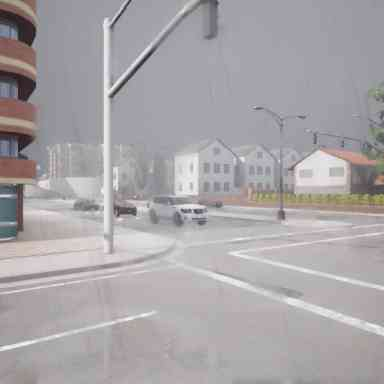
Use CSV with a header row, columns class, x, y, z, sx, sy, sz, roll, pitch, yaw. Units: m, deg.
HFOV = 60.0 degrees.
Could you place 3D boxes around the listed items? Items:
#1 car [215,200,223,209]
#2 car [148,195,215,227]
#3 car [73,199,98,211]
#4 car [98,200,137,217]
class,x,y,z,sx,sy,sz,roll,pitch,yaw
car,1.975,1.547,45.763,2.033,1.411,5.357,0,0,-35
car,-1.094,1.221,23.488,2.150,2.045,5.566,0,0,-35
car,-13.047,1.547,40.786,2.033,1.411,5.357,0,0,-35
car,-7.002,1.476,32.027,1.882,1.535,5.008,0,0,-34
